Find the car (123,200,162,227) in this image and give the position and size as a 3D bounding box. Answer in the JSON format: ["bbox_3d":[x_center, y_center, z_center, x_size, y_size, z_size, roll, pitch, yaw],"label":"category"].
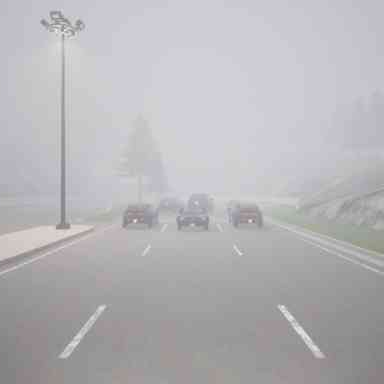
[{"bbox_3d":[-3.401,1.504,22.578,1.837,1.490,4.892,0,0,1],"label":"car"}]

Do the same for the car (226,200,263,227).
[{"bbox_3d":[3.603,1.505,22.769,1.837,1.490,4.892,0,0,1],"label":"car"}]

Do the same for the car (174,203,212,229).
[{"bbox_3d":[0.081,1.601,21.522,1.895,1.301,4.718,0,0,1],"label":"car"}]

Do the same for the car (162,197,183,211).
[{"bbox_3d":[-2.202,1.353,36.739,2.097,1.767,4.553,0,0,12],"label":"car"}]

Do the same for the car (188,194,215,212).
[{"bbox_3d":[1.049,1.219,35.745,2.150,2.045,5.566,0,0,12],"label":"car"}]
